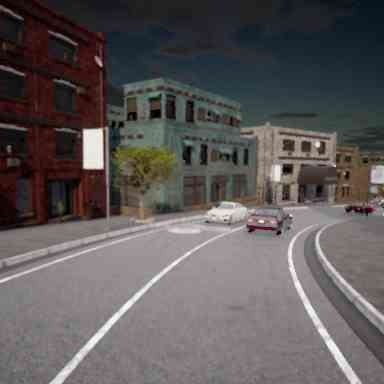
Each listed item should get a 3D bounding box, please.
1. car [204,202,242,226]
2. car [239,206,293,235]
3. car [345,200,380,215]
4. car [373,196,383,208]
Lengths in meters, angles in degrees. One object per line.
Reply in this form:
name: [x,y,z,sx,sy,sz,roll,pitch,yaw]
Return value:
car: [2.491,1.419,23.153,1.812,1.442,4.674,3,1,28]
car: [4.664,1.587,19.543,2.033,1.411,5.357,3,1,25]
car: [19.525,1.858,38.467,4.718,1.301,1.895,1,3,-43]
car: [29.874,1.476,52.584,4.553,1.767,2.097,0,4,-41]
